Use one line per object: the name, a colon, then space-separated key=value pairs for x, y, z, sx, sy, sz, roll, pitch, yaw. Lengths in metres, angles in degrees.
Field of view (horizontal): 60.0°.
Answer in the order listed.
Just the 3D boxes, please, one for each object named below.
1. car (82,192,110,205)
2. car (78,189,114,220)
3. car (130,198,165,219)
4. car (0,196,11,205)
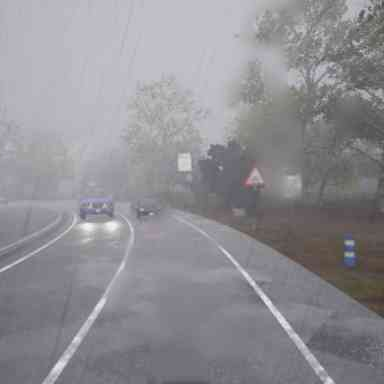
car: x=-11.963 y=0.765 z=41.118 sx=1.812 sy=1.442 sz=4.674 roll=-4 pitch=3 yaw=-35
car: x=-7.058 y=0.808 z=24.289 sx=2.150 sy=2.045 sz=5.566 roll=-2 pitch=2 yaw=-20
car: x=-3.305 y=1.095 z=23.789 sx=1.895 sy=1.301 sz=4.718 roll=-2 pitch=2 yaw=-17
car: x=-32.556 y=1.417 z=56.195 sx=4.892 sy=1.490 sz=1.837 roll=-2 pitch=4 yaw=34
